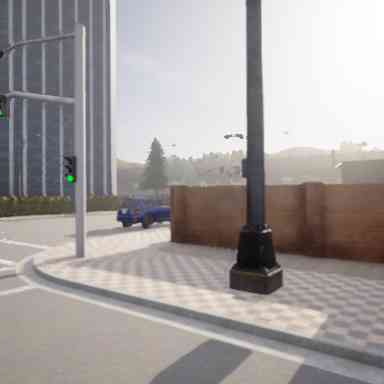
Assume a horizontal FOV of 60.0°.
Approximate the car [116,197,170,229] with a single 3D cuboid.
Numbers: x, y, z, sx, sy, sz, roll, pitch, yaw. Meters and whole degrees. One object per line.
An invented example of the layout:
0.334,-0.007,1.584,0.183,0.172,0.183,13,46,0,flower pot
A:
-2.769,1.361,23.290,2.150,2.045,5.566,-1,0,35,car
